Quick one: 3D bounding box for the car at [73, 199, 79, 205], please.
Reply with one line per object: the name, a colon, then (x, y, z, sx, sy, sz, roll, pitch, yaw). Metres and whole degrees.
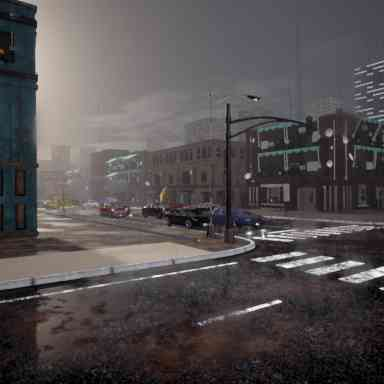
car: (-27.130, 2.364, 76.130, 1.947, 1.339, 4.313, -1, 0, -35)

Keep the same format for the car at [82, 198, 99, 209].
car: (-17.927, 2.145, 58.707, 1.812, 1.442, 4.674, -1, 0, -35)

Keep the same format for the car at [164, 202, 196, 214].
car: (-1.496, 1.904, 40.023, 1.802, 1.307, 4.206, -2, 0, -35)

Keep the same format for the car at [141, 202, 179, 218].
car: (-3.206, 1.812, 32.443, 2.128, 1.511, 4.902, -1, 0, -35)

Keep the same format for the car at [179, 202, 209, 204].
car: (1.194, 1.745, 31.715, 2.128, 1.511, 4.902, -1, 0, -35)

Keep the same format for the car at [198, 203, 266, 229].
car: (2.774, 1.750, 23.980, 2.033, 1.411, 5.357, -1, 0, -34)

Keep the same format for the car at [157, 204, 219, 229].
car: (-0.394, 1.814, 23.784, 1.947, 1.339, 4.313, -1, 0, -35)

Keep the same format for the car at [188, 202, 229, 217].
car: (1.708, 1.810, 35.509, 2.008, 1.369, 4.403, -2, 0, -35)

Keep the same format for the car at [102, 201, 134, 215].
car: (-9.206, 1.930, 40.909, 2.128, 1.511, 4.902, -1, 0, -35)

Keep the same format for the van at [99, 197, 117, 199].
van: (-14.318, 1.907, 58.076, 1.690, 1.788, 3.998, -1, 0, -35)

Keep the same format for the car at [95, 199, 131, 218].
car: (-8.331, 1.846, 35.169, 1.967, 1.590, 4.097, -1, 0, -35)

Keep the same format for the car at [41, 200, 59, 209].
car: (-24.251, 2.233, 57.598, 1.752, 1.417, 4.829, -1, 0, -35)

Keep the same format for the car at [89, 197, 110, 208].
car: (-17.523, 1.940, 62.589, 2.192, 1.841, 5.009, -1, 0, -35)

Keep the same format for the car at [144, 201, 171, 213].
car: (-4.699, 1.966, 44.536, 1.802, 1.307, 4.206, -2, 0, -35)

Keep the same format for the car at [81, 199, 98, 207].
car: (-20.722, 2.227, 67.103, 1.887, 1.381, 4.507, -1, 0, -35)

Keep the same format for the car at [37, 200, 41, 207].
car: (-30.758, 2.376, 66.764, 2.008, 1.369, 4.403, -1, 0, -35)
